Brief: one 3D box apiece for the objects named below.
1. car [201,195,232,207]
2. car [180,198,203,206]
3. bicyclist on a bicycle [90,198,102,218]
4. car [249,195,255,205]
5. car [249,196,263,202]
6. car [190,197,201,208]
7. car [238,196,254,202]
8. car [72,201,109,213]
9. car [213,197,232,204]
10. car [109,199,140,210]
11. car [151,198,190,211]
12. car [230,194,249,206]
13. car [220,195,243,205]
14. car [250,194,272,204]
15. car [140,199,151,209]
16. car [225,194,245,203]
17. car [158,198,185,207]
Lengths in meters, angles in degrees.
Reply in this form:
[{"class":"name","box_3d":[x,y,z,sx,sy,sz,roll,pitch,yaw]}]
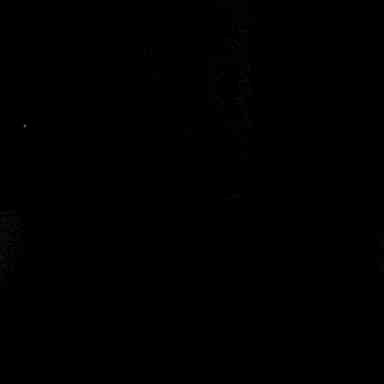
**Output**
[{"class":"car","box_3d":[3.775,1.598,50.307,1.887,1.381,4.507,-1,0,35]},{"class":"car","box_3d":[-0.036,1.754,59.794,1.947,1.339,4.313,-1,0,35]},{"class":"bicyclist on a bicycle","box_3d":[-8.075,1.366,27.915,1.656,1.620,0.582,-2,-1,35]},{"class":"car","box_3d":[10.178,1.600,59.590,1.947,1.339,4.313,-1,-1,35]},{"class":"car","box_3d":[15.975,1.731,83.004,1.802,1.307,4.206,-1,-1,35]},{"class":"car","box_3d":[1.294,1.603,51.327,1.837,1.490,4.892,-1,-1,35]},{"class":"car","box_3d":[12.773,1.721,78.364,1.947,1.339,4.313,-1,-1,35]},{"class":"car","box_3d":[-12.843,1.819,41.225,1.802,1.307,4.206,-1,0,35]},{"class":"car","box_3d":[6.368,1.716,69.079,1.887,1.381,4.507,-1,-1,35]},{"class":"car","box_3d":[-9.644,1.662,45.867,1.967,1.590,4.097,-1,0,35]},{"class":"car","box_3d":[-2.628,1.643,41.023,1.947,1.339,4.313,-1,0,35]},{"class":"car","box_3d":[6.974,1.358,54.951,2.192,1.841,5.009,-1,-1,35]},{"class":"car","box_3d":[7.165,1.434,59.925,2.097,1.767,4.553,-1,-1,35]},{"class":"car","box_3d":[13.377,1.341,64.233,2.192,1.841,5.009,-1,-1,35]},{"class":"car","box_3d":[-6.439,1.791,50.509,1.802,1.307,4.206,-1,0,35]},{"class":"car","box_3d":[9.567,1.478,73.723,2.192,1.841,5.009,-1,-1,35]},{"class":"car","box_3d":[-3.335,1.724,55.011,1.752,1.417,4.829,-1,0,35]}]
